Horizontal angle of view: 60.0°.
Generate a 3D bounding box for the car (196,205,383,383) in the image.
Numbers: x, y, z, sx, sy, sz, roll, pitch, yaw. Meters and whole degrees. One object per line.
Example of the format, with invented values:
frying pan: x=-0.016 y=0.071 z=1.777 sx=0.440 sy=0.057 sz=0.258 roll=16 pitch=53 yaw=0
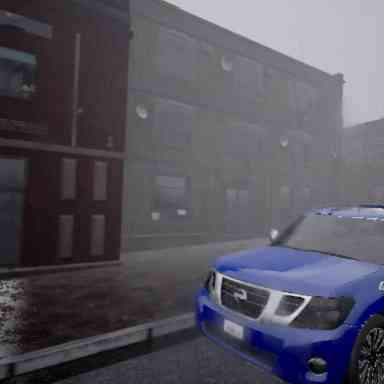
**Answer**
car: x=2.717 y=1.244 z=5.313 sx=5.566 sy=2.045 sz=2.150 roll=2 pitch=-1 yaw=-35
